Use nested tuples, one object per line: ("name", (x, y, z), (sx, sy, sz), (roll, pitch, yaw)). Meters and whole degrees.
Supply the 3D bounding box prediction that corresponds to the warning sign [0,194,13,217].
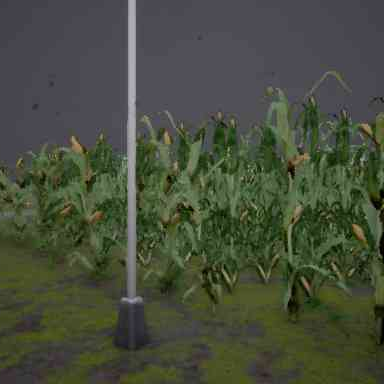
("warning sign", (-16.137, 1.114, 28.354), (1.300, 1.860, 1.060), (1, 0, 29))
